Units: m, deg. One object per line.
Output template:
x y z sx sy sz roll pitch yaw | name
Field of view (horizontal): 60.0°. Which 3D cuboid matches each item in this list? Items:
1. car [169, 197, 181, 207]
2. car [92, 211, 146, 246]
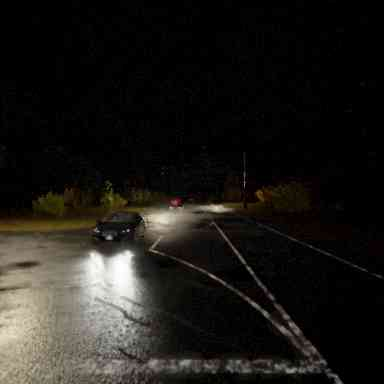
-3.400 2.026 68.459 2.150 2.045 5.566 0 -1 0 | car
-3.450 1.692 16.368 2.128 1.511 4.902 0 -1 0 | car
